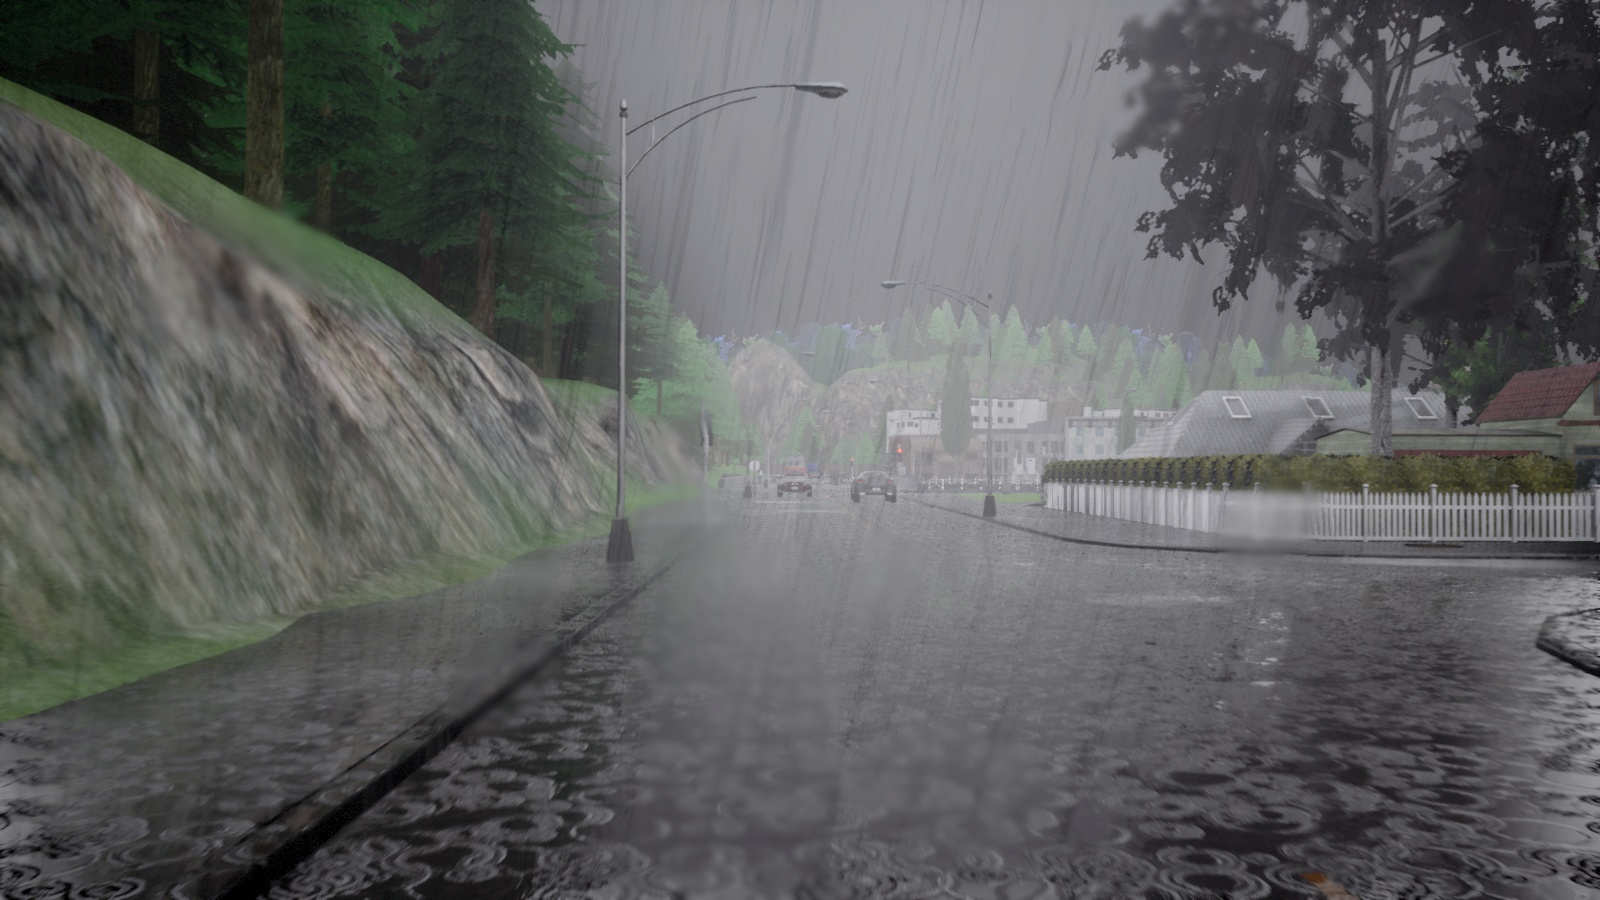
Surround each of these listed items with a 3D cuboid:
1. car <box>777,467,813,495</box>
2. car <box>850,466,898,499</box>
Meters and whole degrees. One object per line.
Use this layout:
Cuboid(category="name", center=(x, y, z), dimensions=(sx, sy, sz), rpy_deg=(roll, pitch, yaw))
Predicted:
Cuboid(category="car", center=(-0.293, 1.903, 78.173), dimensions=(2.152, 1.651, 5.027), rpy_deg=(0, -1, 0))
Cuboid(category="car", center=(3.781, 1.665, 64.918), dimensions=(2.152, 1.651, 5.027), rpy_deg=(0, -1, 0))
